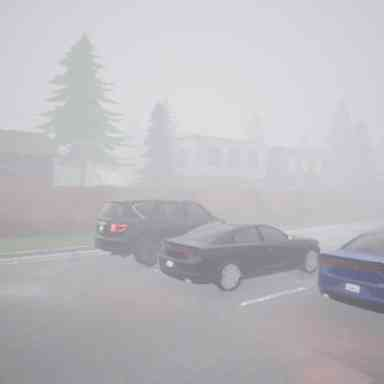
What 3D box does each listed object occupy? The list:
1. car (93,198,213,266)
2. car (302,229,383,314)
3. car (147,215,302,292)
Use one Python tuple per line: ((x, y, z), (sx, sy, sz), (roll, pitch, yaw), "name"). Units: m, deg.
((-0.641, 1.252, 11.883), (5.566, 2.045, 2.150), (1, 0, -35), "car")
((4.776, 1.524, 7.148), (5.008, 1.535, 1.882), (1, 0, -35), "car")
((1.509, 1.513, 9.119), (5.008, 1.535, 1.882), (0, 0, -35), "car")
